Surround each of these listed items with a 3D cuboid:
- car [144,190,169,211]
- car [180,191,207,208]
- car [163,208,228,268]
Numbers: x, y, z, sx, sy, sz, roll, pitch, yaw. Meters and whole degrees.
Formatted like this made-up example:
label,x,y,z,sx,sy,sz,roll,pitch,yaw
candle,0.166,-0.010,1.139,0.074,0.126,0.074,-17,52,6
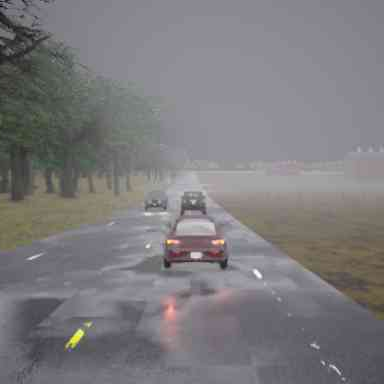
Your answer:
label,x,y,z,sx,sy,sz,roll,pitch,yaw
car,-3.585,0.791,34.614,2.150,2.045,5.566,0,1,0
car,0.111,0.902,29.542,2.150,2.045,5.566,0,1,0
car,0.104,1.450,10.880,1.812,1.442,4.674,0,0,0
